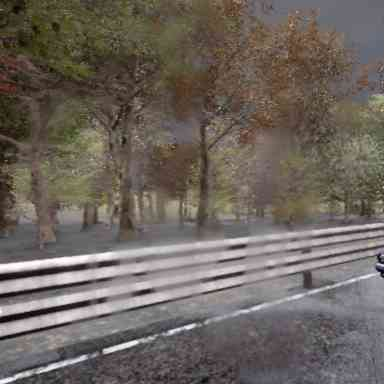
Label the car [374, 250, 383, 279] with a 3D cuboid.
[{"bbox_3d":[6.619,1.619,8.401,4.718,1.301,1.895,0,0,-35],"label":"car"}]
